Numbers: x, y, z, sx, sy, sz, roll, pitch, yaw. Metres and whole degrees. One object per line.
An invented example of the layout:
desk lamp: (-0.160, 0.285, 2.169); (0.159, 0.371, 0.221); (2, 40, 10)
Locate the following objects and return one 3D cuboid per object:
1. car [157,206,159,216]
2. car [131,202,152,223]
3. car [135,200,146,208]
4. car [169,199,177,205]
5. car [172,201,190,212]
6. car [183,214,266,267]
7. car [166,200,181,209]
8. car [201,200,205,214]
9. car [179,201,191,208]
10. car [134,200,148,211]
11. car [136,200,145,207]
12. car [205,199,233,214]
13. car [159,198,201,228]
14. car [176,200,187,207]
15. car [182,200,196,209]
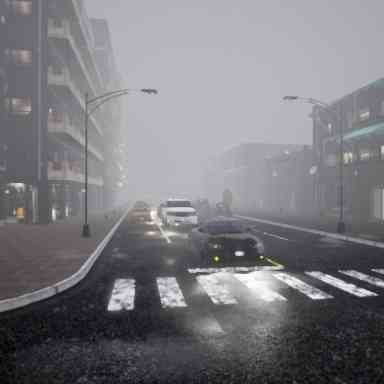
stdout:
car: (-2.689, 1.892, 35.343); (1.882, 1.535, 5.008); (0, -1, -9)
car: (-4.431, 1.865, 29.160); (1.752, 1.417, 4.829); (-1, -1, -9)
car: (-9.720, 2.313, 62.980); (1.947, 1.339, 4.313); (-1, -1, -9)
car: (-5.023, 2.567, 86.861); (1.752, 1.417, 4.829); (-1, -1, -9)
car: (-1.735, 2.079, 49.659); (2.128, 1.511, 4.902); (0, -1, -9)
car: (1.076, 1.702, 12.035); (1.994, 1.385, 4.181); (0, -1, -11)
car: (-3.352, 2.202, 59.828); (2.128, 1.511, 4.902); (0, -1, -9)
car: (2.118, 2.077, 41.837); (1.802, 1.307, 4.206); (-1, -1, -9)
car: (-1.439, 2.347, 64.265); (1.802, 1.307, 4.206); (-1, -1, -9)
car: (-7.949, 2.051, 51.767); (1.967, 1.590, 4.097); (-1, -1, -9)
car: (-10.609, 2.360, 68.588); (1.887, 1.381, 4.507); (-1, -1, -9)
car: (3.027, 1.868, 36.237); (1.967, 1.590, 4.097); (-1, -1, -9)
car: (-1.067, 1.513, 25.024); (2.150, 2.045, 5.566); (0, -1, -9)
car: (-2.328, 2.416, 69.872); (1.802, 1.307, 4.206); (-1, -1, -9)
car: (-0.577, 2.225, 58.827); (1.752, 1.417, 4.829); (-1, -1, -9)
